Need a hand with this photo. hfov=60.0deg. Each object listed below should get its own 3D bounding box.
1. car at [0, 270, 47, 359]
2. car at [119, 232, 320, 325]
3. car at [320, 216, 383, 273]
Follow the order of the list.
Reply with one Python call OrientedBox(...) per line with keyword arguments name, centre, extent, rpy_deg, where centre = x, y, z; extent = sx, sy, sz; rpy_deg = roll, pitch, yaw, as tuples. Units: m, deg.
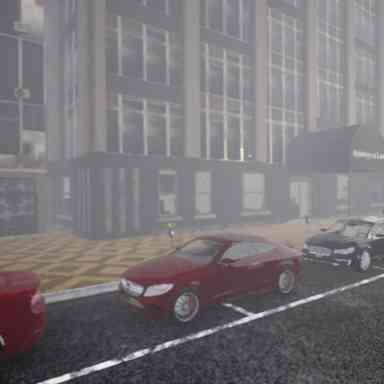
OrientedBox(name="car", centre=(-4.059, 1.555, 3.667), extent=(4.507, 1.381, 1.887), rpy_deg=(-1, 0, -35))
OrientedBox(name="car", centre=(0.581, 1.548, 6.976), extent=(4.206, 1.307, 1.802), rpy_deg=(-1, 0, -36))
OrientedBox(name="car", centre=(5.219, 1.470, 10.284), extent=(4.403, 1.369, 2.008), rpy_deg=(-1, 0, -36))
